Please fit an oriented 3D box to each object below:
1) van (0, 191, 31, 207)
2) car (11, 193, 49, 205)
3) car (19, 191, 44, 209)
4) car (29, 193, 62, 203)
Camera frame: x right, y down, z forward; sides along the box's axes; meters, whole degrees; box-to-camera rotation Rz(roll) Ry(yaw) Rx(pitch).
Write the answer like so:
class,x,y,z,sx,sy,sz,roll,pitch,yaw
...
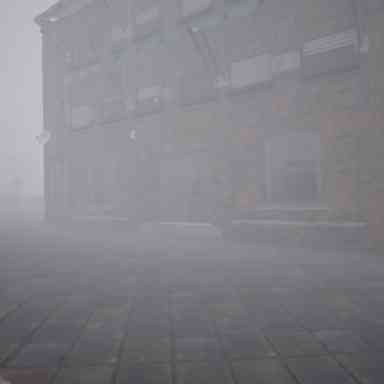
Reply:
class,x,y,z,sx,sy,sz,roll,pitch,yaw
van,-24.941,0.982,46.550,4.442,1.987,1.878,-2,2,24
car,-23.929,1.056,49.166,4.892,1.521,2.231,-2,2,24
car,-15.914,0.858,36.780,5.566,2.045,2.435,-2,2,24
car,-22.810,0.933,51.719,4.674,1.452,2.002,-2,3,24
